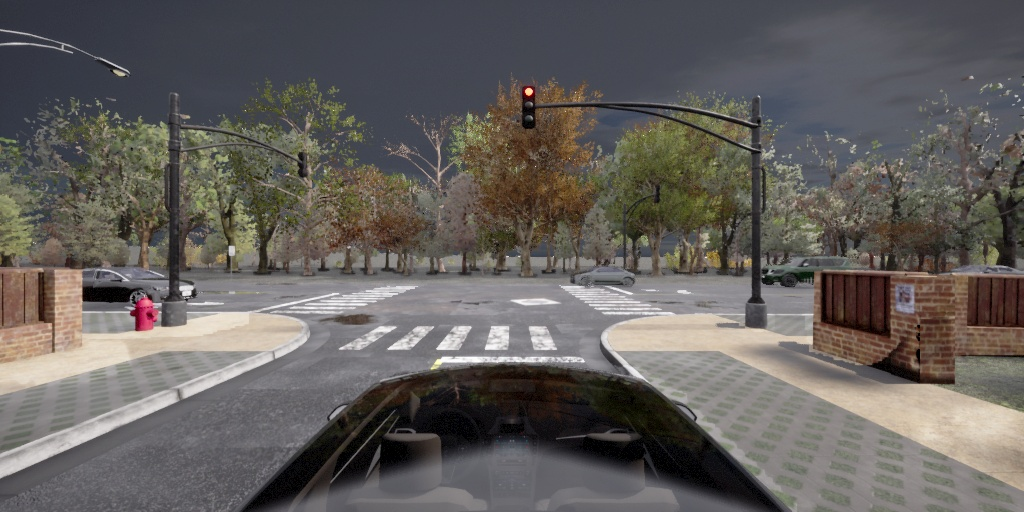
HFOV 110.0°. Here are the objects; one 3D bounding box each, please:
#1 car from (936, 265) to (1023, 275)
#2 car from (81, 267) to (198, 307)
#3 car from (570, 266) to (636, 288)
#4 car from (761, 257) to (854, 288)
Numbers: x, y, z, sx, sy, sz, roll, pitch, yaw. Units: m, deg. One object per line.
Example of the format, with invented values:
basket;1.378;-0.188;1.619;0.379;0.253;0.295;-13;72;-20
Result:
car;31.229;1.359;23.958;4.902;1.511;2.128;0;0;0
car;-15.117;1.183;13.965;4.902;1.511;2.128;0;0;0
car;6.022;1.347;23.942;4.181;1.385;1.994;0;0;0
car;19.530;1.055;23.954;5.566;2.045;2.150;1;0;0
